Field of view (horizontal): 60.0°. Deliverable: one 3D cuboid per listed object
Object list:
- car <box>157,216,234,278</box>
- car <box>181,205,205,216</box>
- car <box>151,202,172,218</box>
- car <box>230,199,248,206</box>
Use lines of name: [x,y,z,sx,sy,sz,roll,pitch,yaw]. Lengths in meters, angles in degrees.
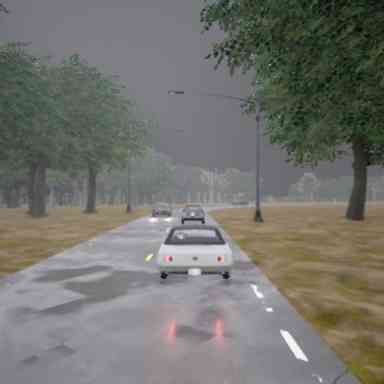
car: [0.081,1.654,10.247,1.895,1.301,4.718,0,0,0]
car: [0.078,1.761,27.138,2.033,1.411,5.357,0,-1,0]
car: [-3.060,1.814,34.530,1.837,1.490,4.892,0,-1,1]
car: [10.393,2.359,73.346,5.008,1.535,1.882,1,-2,-44]
